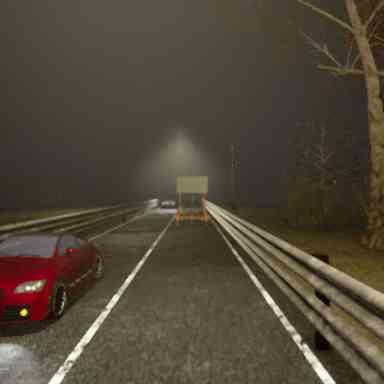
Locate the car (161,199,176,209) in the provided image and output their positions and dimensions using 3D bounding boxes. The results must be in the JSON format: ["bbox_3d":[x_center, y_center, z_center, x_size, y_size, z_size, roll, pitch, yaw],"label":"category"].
[{"bbox_3d":[-3.333,1.715,47.665,1.895,1.301,4.718,0,0,0],"label":"car"}]

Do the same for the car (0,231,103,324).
[{"bbox_3d":[-3.350,1.582,7.195,1.994,1.385,4.181,0,0,0],"label":"car"}]

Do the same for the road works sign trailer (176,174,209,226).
[{"bbox_3d":[0.010,0.523,24.237,2.380,3.560,2.880,0,0,0],"label":"road works sign trailer"}]
